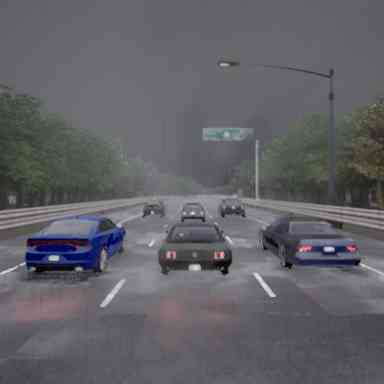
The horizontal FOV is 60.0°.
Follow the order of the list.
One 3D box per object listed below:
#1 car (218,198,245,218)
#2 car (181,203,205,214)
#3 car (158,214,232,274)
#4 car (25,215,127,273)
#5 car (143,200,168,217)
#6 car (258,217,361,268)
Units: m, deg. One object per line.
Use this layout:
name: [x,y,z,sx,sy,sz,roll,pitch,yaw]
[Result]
car: [3.584,1.379,30.813,2.097,1.767,4.553,0,0,0]
car: [0.085,1.569,26.180,2.033,1.411,5.357,0,0,0]
car: [0.086,1.606,10.543,1.895,1.301,4.718,0,0,0]
car: [-3.415,1.483,10.718,1.882,1.535,5.008,0,0,0]
car: [-3.415,1.532,31.153,1.837,1.490,4.892,0,0,0]
car: [3.591,1.553,11.214,2.033,1.411,5.357,0,0,0]
